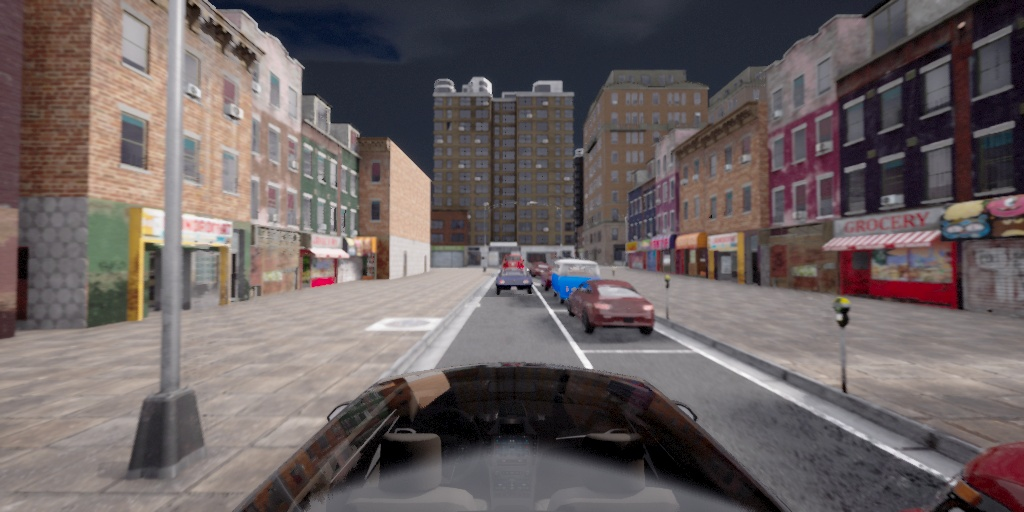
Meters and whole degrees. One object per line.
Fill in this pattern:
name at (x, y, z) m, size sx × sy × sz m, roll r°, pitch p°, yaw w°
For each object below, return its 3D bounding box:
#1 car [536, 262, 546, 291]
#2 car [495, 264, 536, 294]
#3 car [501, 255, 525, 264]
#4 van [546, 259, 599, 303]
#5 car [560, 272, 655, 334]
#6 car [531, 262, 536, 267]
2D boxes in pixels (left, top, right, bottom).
car at (2.639, 1.237, 21.099) m, size 1.888 × 1.381 × 4.507 m, roll 0°, pitch 0°, yaw 0°
car at (0.099, 1.295, 19.850) m, size 1.895 × 1.301 × 4.718 m, roll 0°, pitch 0°, yaw 0°
car at (0.096, 0.894, 36.033) m, size 2.150 × 2.045 × 5.566 m, roll 0°, pitch 0°, yaw 0°
van at (2.639, 1.044, 15.662) m, size 1.690 × 1.789 × 3.998 m, roll 0°, pitch 0°, yaw 0°
car at (2.639, 1.301, 10.224) m, size 1.802 × 1.307 × 4.207 m, roll 0°, pitch 0°, yaw 0°
car at (2.640, 1.258, 31.975) m, size 1.802 × 1.307 × 4.207 m, roll 0°, pitch 0°, yaw 0°
